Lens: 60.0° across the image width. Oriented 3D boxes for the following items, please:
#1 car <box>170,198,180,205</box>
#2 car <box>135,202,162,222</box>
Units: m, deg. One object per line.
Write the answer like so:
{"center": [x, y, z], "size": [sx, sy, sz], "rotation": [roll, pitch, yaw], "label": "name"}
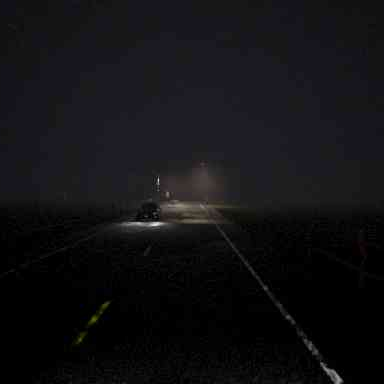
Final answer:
{"center": [-3.492, 1.955, 69.414], "size": [1.895, 1.301, 4.718], "rotation": [0, 0, 0], "label": "car"}
{"center": [-3.594, 1.655, 28.306], "size": [1.837, 1.490, 4.892], "rotation": [0, 0, 0], "label": "car"}
